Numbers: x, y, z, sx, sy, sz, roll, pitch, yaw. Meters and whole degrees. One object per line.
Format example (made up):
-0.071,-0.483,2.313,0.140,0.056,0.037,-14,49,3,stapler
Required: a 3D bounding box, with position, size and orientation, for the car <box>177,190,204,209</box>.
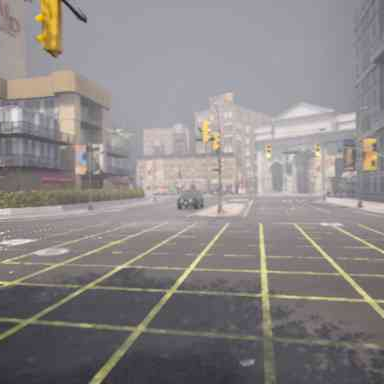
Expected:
-0.072,0.782,37.018,2.150,2.045,5.566,-1,1,12,car
